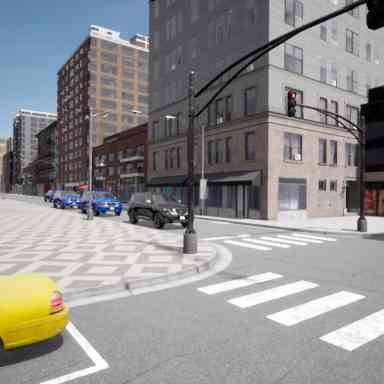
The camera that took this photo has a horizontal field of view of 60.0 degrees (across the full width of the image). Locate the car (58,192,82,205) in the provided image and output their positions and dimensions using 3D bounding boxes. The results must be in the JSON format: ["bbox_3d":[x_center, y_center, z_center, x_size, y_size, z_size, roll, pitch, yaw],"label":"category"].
[{"bbox_3d":[-17.841,0.925,48.540,2.097,1.767,4.553,1,0,-35],"label":"car"}]

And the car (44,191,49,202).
[{"bbox_3d":[-23.468,0.707,56.555,2.150,2.045,5.566,1,0,-37],"label":"car"}]

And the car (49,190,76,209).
[{"bbox_3d":[-14.246,0.861,37.938,2.150,2.045,5.566,1,0,-35],"label":"car"}]

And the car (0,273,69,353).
[{"bbox_3d":[-4.040,1.525,3.871,4.829,1.417,1.752,0,1,-36],"label":"car"}]

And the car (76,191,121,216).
[{"bbox_3d":[-8.056,0.959,29.149,2.150,2.045,5.566,1,0,-35],"label":"car"}]

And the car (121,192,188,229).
[{"bbox_3d":[-2.119,1.052,20.734,2.150,2.045,5.566,1,0,-35],"label":"car"}]
